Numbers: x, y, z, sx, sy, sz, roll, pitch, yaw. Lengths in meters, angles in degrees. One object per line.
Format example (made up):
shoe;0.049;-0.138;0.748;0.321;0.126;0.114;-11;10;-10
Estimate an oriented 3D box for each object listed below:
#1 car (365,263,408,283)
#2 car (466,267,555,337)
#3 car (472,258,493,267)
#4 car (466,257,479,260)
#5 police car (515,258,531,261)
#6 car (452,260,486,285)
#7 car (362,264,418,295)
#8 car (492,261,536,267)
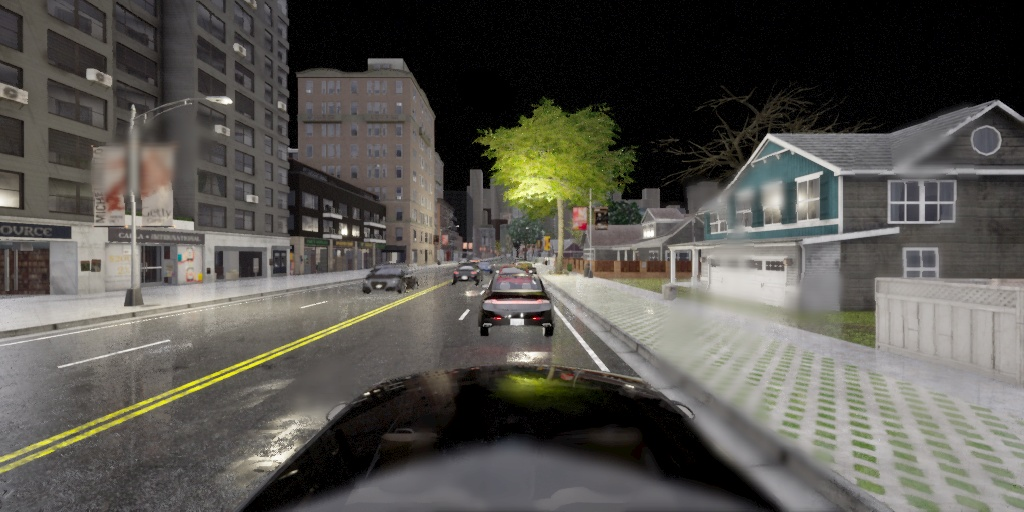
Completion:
car;-9.823;1.295;28.423;1.994;1.385;4.181;0;0;0
car;0.111;1.239;10.330;2.128;1.511;4.902;0;0;0
car;-3.112;1.260;41.730;2.033;1.411;5.357;0;0;0
car;-6.489;1.035;64.268;2.097;1.767;4.553;0;0;1
police car;1.003;1.155;29.563;1.930;1.638;5.238;0;0;0
car;-3.125;1.260;25.939;1.812;1.442;4.674;0;0;0
car;-6.582;1.305;19.723;1.994;1.385;4.181;0;0;0
car;0.119;1.218;19.834;1.882;1.535;5.008;0;0;0
